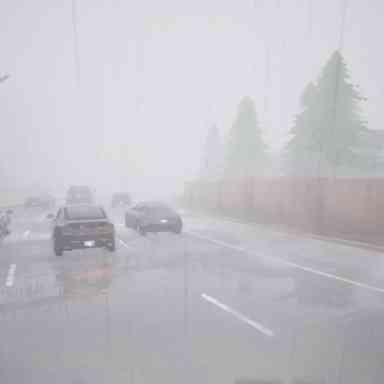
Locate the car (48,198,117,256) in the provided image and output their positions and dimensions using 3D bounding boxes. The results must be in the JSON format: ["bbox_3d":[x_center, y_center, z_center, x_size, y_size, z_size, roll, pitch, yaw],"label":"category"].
[{"bbox_3d":[-4.016,1.195,11.962,1.837,1.490,4.892,-1,2,-25],"label":"car"}]

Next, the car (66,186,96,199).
[{"bbox_3d":[-10.038,0.442,30.310,2.150,2.045,5.566,0,1,-12],"label":"car"}]

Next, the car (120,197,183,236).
[{"bbox_3d":[-1.966,1.169,16.077,1.994,1.385,4.181,0,1,-22],"label":"car"}]

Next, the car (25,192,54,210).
[{"bbox_3d":[-13.384,0.748,29.419,1.812,1.442,4.674,0,1,-13],"label":"car"}]

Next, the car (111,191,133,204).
[{"bbox_3d":[-7.097,0.662,33.690,1.837,1.490,4.892,0,1,-10],"label":"car"}]

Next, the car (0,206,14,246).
[{"bbox_3d":[-8.127,1.154,12.686,1.837,1.490,4.892,-1,2,-23],"label":"car"}]
